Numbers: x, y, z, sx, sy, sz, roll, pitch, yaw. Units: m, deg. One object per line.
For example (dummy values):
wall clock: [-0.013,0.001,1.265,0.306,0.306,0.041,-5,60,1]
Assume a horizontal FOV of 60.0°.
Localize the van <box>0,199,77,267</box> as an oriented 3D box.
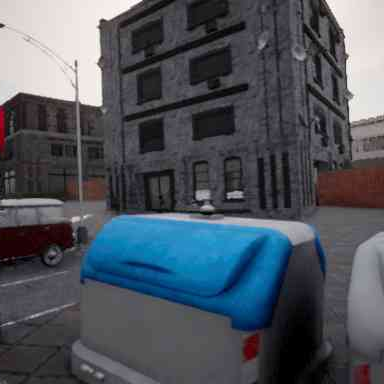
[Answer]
van: [-5.371,1.199,9.293,1.878,1.987,4.442,0,0,35]
